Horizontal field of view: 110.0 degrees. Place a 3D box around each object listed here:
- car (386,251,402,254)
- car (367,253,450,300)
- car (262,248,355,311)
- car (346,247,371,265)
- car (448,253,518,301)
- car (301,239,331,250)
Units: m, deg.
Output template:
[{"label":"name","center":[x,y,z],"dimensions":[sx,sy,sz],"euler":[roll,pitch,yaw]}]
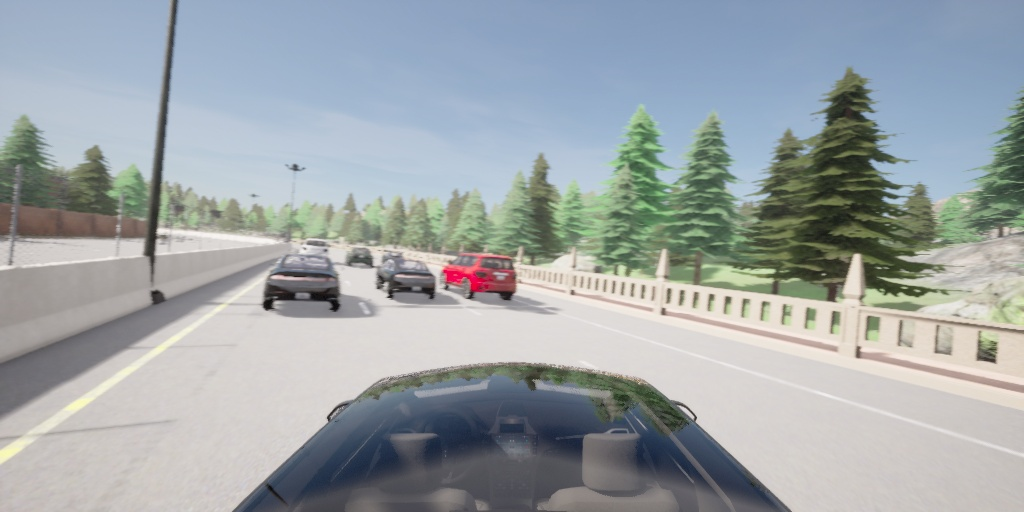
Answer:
[{"label":"car","center":[-12.171,0.301,36.733],"dimensions":[2.128,1.511,4.902],"euler":[5,0,-28]},{"label":"car","center":[-4.597,0.886,15.208],"dimensions":[2.128,1.511,4.902],"euler":[5,0,-28]},{"label":"car","center":[-6.405,0.698,11.196],"dimensions":[2.128,1.511,4.902],"euler":[5,0,-28]},{"label":"car","center":[-13.768,-0.011,32.356],"dimensions":[2.097,1.767,4.553],"euler":[5,0,-28]},{"label":"car","center":[-1.747,0.890,17.321],"dimensions":[2.150,2.045,5.566],"euler":[5,0,-28]},{"label":"car","center":[-17.576,-0.493,32.099],"dimensions":[2.150,2.045,5.566],"euler":[5,0,-28]}]
